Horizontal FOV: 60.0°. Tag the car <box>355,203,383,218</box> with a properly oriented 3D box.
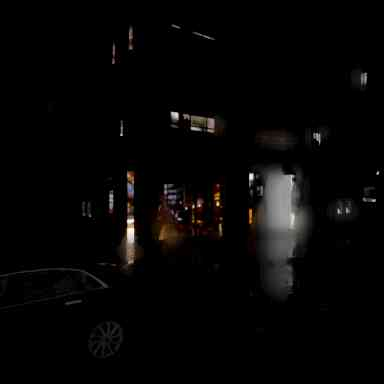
[{"bbox_3d":[16.261,1.753,32.440,1.994,1.385,4.181,0,-1,-35],"label":"car"}]

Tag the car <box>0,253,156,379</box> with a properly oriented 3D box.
[{"bbox_3d":[-2.593,1.551,4.249,4.403,1.369,2.008,0,0,-35],"label":"car"}]

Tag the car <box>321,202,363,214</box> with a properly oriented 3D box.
[{"bbox_3d":[17.800,1.843,39.700,1.802,1.307,4.206,-1,0,-35],"label":"car"}]
